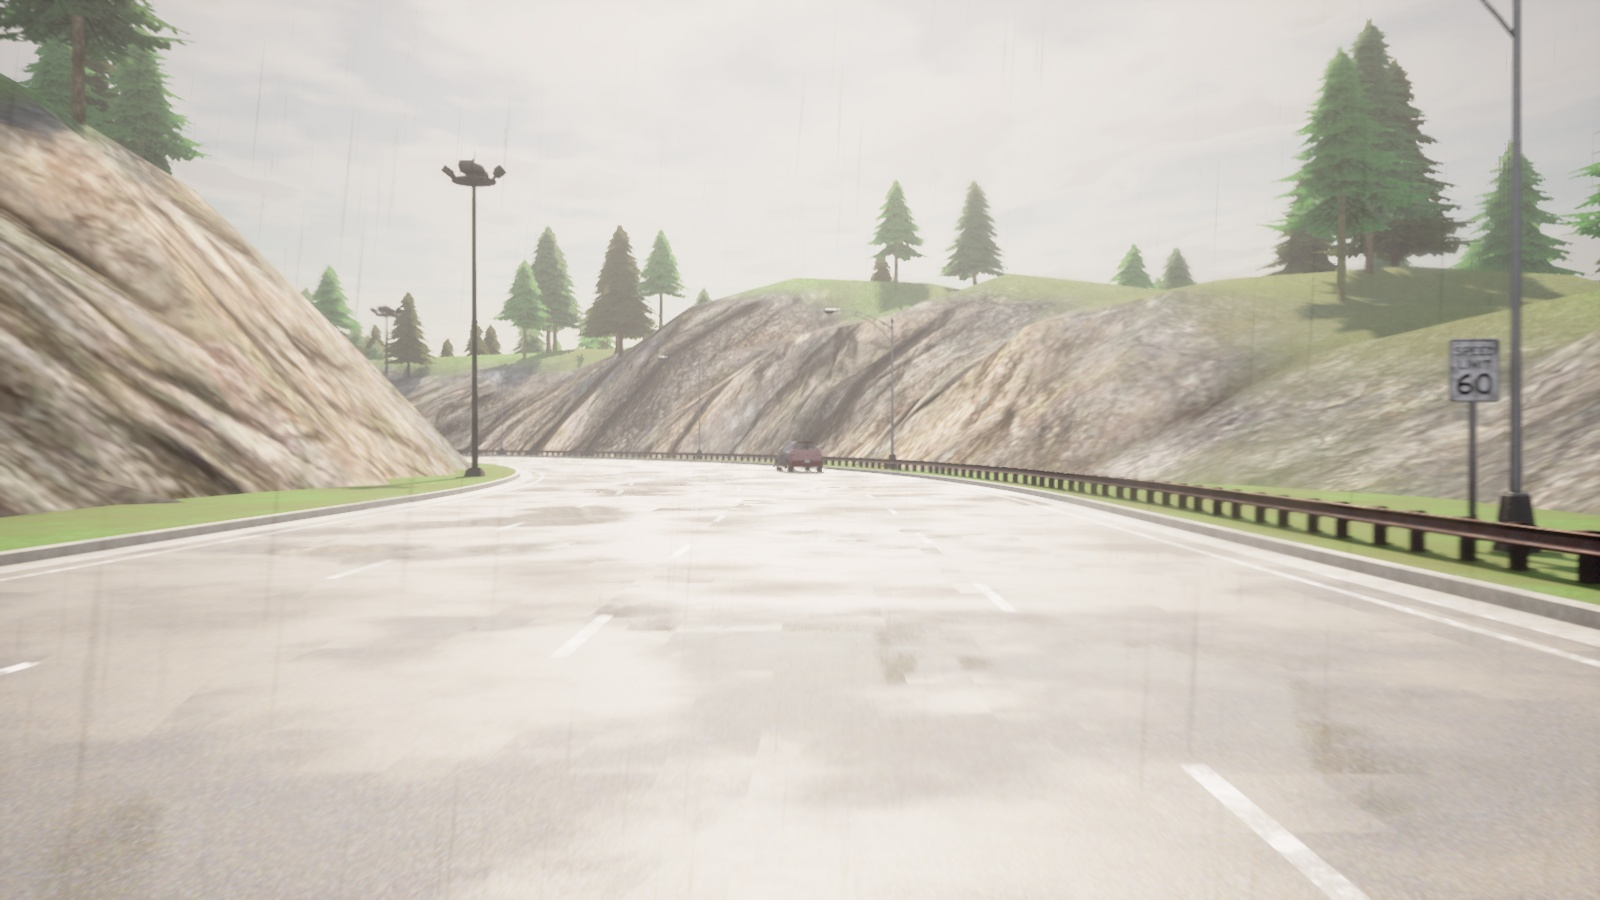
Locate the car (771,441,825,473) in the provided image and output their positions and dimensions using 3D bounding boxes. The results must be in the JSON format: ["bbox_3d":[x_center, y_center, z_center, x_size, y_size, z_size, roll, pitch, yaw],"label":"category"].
[{"bbox_3d":[-0.130,0.301,60.942,1.845,1.501,3.633,0,0,-13],"label":"car"}]
